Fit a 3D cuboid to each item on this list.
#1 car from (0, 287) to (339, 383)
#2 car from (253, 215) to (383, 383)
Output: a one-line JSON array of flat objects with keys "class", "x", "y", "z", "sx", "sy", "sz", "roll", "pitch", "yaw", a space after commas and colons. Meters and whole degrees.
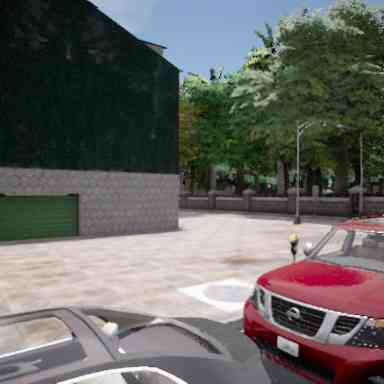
[{"class": "car", "x": -1.379, "y": 1.550, "z": 1.827, "sx": 4.403, "sy": 1.369, "sz": 2.008, "roll": 0, "pitch": 0, "yaw": -36}, {"class": "car", "x": 3.069, "y": 1.329, "z": 5.002, "sx": 5.009, "sy": 1.841, "sz": 2.192, "roll": 0, "pitch": 0, "yaw": -36}]
